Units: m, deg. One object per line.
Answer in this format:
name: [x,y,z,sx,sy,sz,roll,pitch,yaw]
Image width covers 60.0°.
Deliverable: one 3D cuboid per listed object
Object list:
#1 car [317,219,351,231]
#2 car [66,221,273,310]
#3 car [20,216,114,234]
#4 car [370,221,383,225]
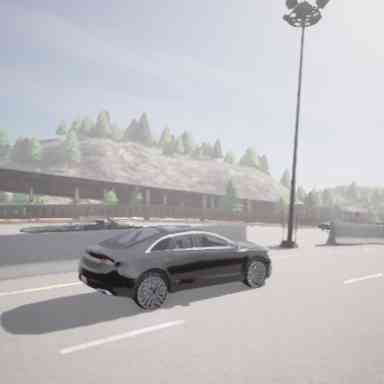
car: [16.305,3.721,37.103,5.357,1.411,2.033,6,-4,-35]
car: [-0.140,1.557,7.947,4.902,1.511,2.128,1,-1,-35]
car: [-4.503,1.660,13.676,4.718,1.301,1.895,1,-1,-35]
car: [20.126,3.877,35.519,4.892,1.490,1.837,7,-4,-35]
